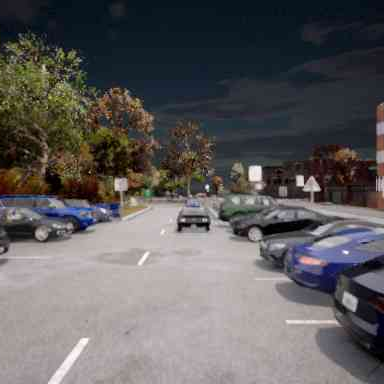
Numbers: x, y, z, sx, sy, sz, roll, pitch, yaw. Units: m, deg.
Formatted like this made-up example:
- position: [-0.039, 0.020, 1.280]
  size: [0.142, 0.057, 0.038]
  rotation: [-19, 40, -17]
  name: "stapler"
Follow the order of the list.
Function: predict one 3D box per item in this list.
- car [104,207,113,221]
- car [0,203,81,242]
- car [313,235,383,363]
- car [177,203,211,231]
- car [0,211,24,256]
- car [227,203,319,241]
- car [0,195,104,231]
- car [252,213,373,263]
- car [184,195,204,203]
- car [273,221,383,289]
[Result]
- position: [-8.094, 1.318, 24.150]
  size: [4.553, 1.767, 2.185]
  rotation: [0, -1, 0]
  name: "car"
- position: [-8.163, 1.468, 15.671]
  size: [4.892, 1.521, 2.231]
  rotation: [0, 0, 0]
  name: "car"
- position: [4.445, 1.507, 4.452]
  size: [4.792, 1.488, 2.163]
  rotation: [0, 0, 0]
  name: "car"
- position: [0.101, 1.580, 20.584]
  size: [1.895, 1.301, 4.718]
  rotation: [0, 0, 0]
  name: "car"
- position: [-8.149, 1.475, 10.024]
  size: [4.892, 1.521, 2.231]
  rotation: [0, 0, 0]
  name: "car"
- position: [4.421, 1.468, 15.755]
  size: [5.008, 1.535, 2.097]
  rotation: [0, 0, 0]
  name: "car"
- position: [-8.129, 1.212, 18.370]
  size: [5.566, 2.045, 2.435]
  rotation: [0, 0, 0]
  name: "car"
- position: [4.418, 1.514, 10.104]
  size: [4.674, 1.452, 2.002]
  rotation: [0, 0, 0]
  name: "car"
- position: [-0.026, 1.451, 41.732]
  size: [2.033, 1.411, 5.357]
  rotation: [0, 0, -3]
  name: "car"
- position: [4.413, 1.516, 7.278]
  size: [4.674, 1.452, 2.002]
  rotation: [0, 0, 0]
  name: "car"
